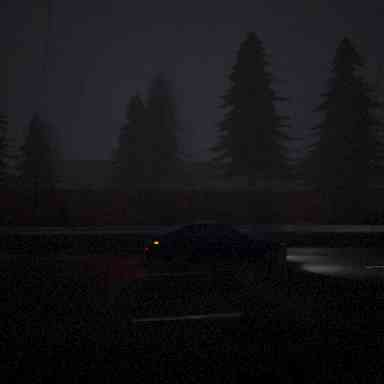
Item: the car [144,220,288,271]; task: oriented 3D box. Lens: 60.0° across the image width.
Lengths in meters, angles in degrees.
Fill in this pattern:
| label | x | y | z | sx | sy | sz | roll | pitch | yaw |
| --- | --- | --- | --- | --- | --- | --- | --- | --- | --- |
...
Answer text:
| label | x | y | z | sx | sy | sz | roll | pitch | yaw |
| --- | --- | --- | --- | --- | --- | --- | --- | --- | --- |
| car | 0.791 | 1.670 | 10.992 | 4.674 | 1.442 | 1.812 | 0 | -1 | -7 |
